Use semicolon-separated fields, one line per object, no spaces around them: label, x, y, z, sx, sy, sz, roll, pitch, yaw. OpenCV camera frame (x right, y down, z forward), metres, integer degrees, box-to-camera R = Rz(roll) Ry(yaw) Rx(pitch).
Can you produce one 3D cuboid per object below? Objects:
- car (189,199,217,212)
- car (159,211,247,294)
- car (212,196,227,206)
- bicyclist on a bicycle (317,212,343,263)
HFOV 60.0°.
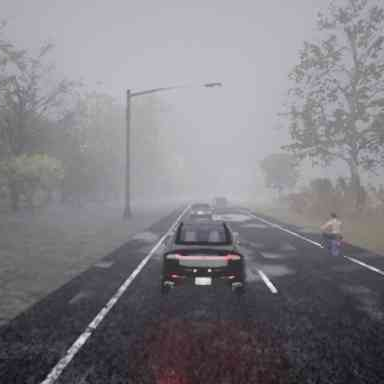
car;0.710;1.588;27.202;2.033;1.411;5.357;0;0;1
car;0.275;1.505;8.822;2.128;1.511;4.902;0;0;1
car;4.901;1.592;56.093;1.882;1.535;5.008;0;0;1
bicyclist on a bicycle;4.719;1.491;11.195;0.866;1.612;1.509;0;0;1
